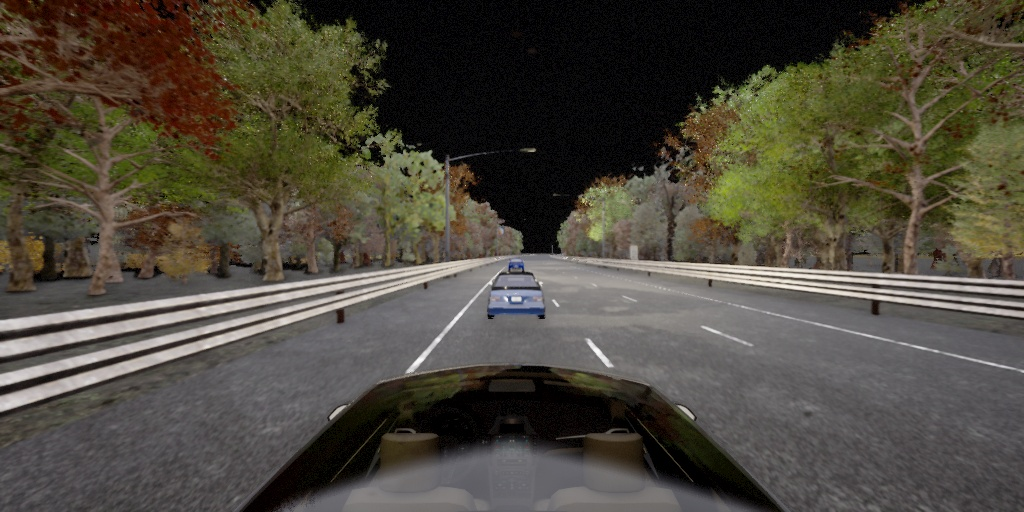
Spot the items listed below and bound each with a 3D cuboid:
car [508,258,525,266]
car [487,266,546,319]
[{"bbox_3d":[0.526,1.014,43.516,1.882,1.535,5.008,0,0,1],"label":"car"},{"bbox_3d":[0.134,1.242,12.535,2.033,1.411,5.357,0,0,0],"label":"car"}]
